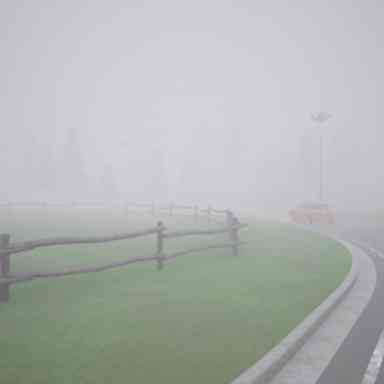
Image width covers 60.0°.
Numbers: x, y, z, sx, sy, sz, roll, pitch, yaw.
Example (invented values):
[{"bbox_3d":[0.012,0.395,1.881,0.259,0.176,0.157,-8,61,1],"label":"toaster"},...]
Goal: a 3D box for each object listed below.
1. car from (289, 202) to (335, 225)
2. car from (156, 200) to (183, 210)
[{"bbox_3d":[9.643,1.631,27.101,2.097,1.767,4.553,0,-1,-6],"label":"car"},{"bbox_3d":[-3.743,2.031,53.902,5.008,1.535,1.882,0,-1,38],"label":"car"}]
